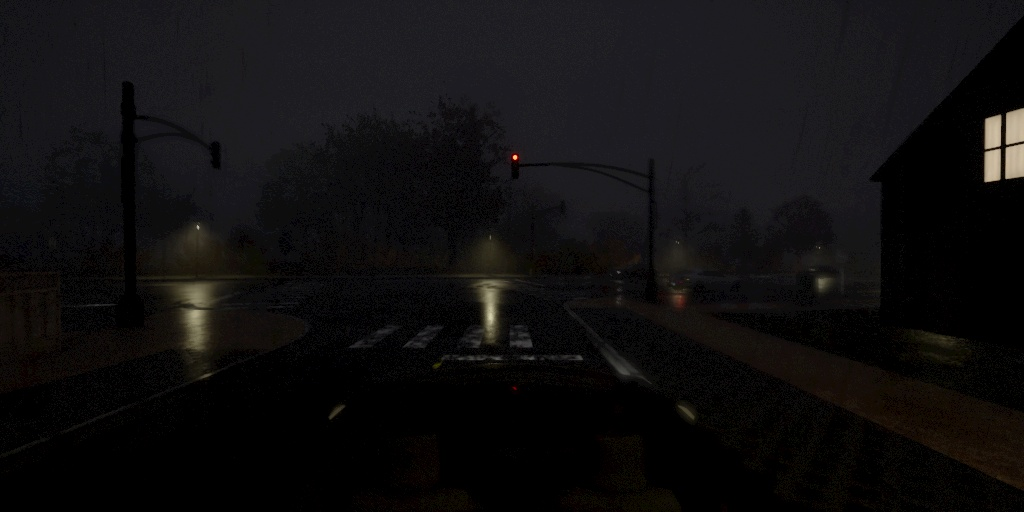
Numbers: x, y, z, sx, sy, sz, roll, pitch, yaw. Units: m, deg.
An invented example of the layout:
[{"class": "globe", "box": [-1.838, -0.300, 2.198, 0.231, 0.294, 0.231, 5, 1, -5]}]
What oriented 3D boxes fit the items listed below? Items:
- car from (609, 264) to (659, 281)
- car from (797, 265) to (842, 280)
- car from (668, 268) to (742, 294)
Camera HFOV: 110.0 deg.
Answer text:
[{"class": "car", "box": [10.984, 1.442, 32.294, 4.674, 1.442, 1.812, 1, 0, -18]}, {"class": "car", "box": [33.489, 1.768, 39.093, 4.892, 1.490, 1.837, 1, 0, -15]}, {"class": "car", "box": [11.957, 1.500, 22.265, 4.674, 1.442, 1.812, 1, 0, -17]}]
